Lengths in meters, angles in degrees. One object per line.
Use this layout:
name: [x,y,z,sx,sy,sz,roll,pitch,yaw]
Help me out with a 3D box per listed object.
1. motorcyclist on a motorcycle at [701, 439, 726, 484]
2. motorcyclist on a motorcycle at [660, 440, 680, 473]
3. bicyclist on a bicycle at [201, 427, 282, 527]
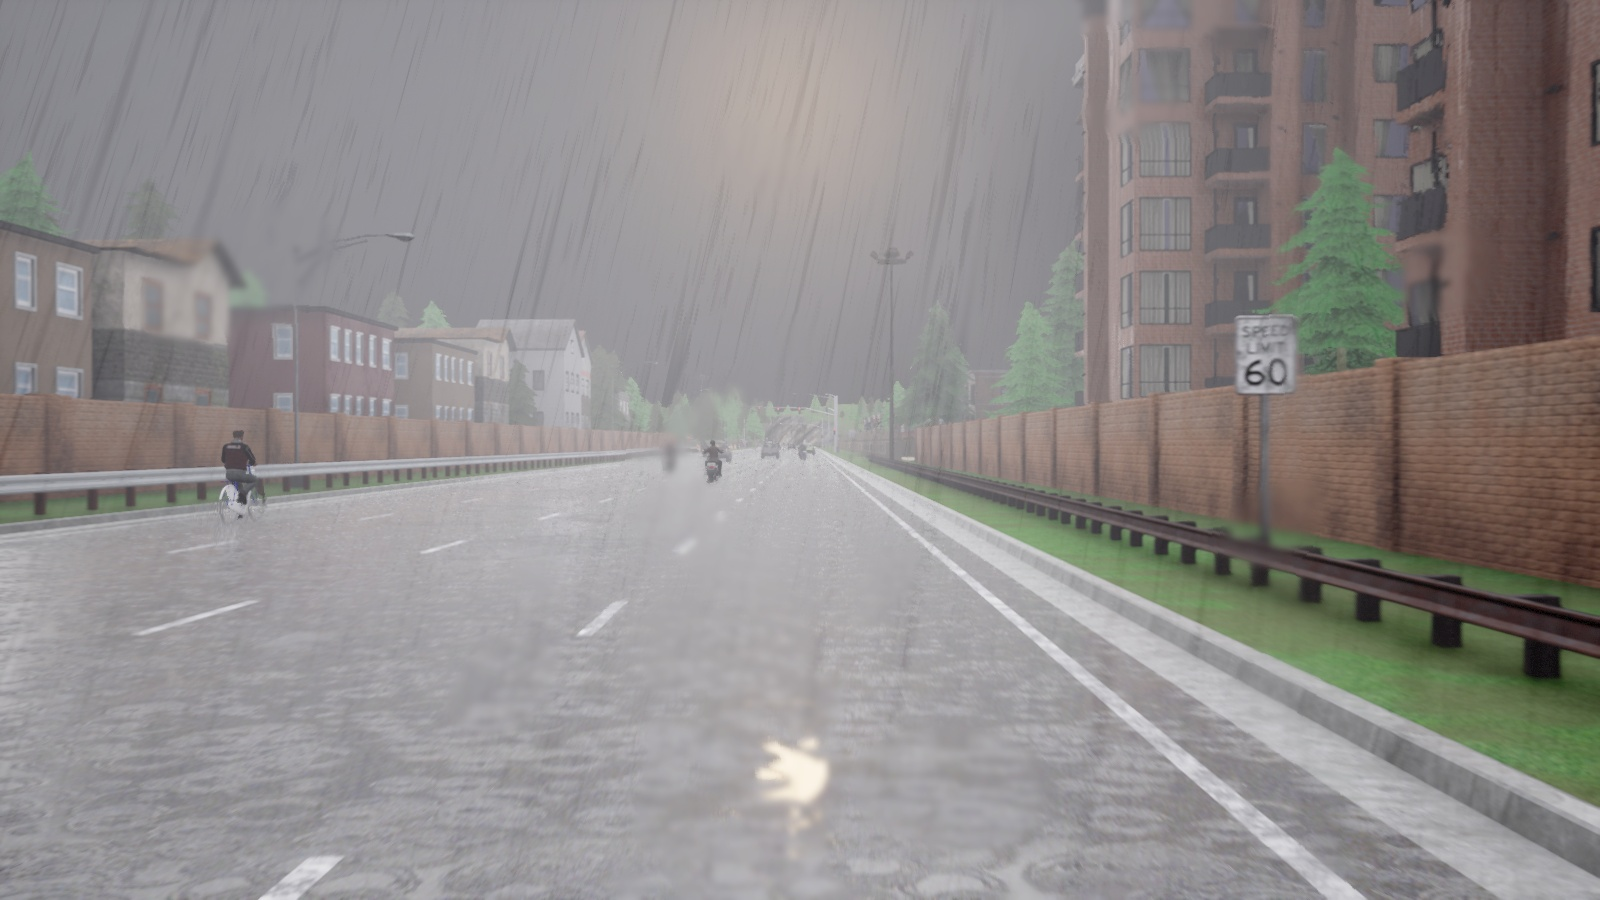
motorcyclist on a motorcycle: [-3.218,0.430,47.061,0.766,1.649,2.350,0,0,0]
motorcyclist on a motorcycle: [-6.620,0.331,64.185,0.766,1.649,2.350,0,0,0]
bicyclist on a bicycle: [-10.352,0.478,23.346,0.659,1.776,1.843,0,1,0]
